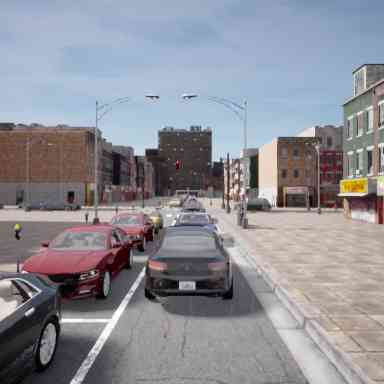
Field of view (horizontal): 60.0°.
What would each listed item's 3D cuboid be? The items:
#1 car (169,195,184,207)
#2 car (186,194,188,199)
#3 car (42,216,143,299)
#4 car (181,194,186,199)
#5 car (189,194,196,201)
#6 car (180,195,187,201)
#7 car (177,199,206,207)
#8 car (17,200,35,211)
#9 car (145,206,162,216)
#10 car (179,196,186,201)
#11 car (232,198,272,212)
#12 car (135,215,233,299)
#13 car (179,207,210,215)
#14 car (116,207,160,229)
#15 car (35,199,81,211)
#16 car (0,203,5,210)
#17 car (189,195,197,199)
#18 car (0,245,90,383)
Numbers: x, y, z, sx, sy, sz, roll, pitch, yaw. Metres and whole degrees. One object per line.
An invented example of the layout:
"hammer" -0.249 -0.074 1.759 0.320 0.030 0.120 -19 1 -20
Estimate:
"car" -2.546 1.606 51.230 1.752 1.417 4.829 0 0 0
"car" -2.500 1.695 78.449 1.752 1.417 4.829 0 0 0
"car" -2.619 1.548 8.454 1.887 1.381 4.507 0 0 0
"car" -2.536 1.411 56.843 2.192 1.841 5.009 0 0 0
"car" 0.159 1.576 91.860 2.097 1.767 4.553 0 0 0
"car" -2.471 1.672 94.952 1.967 1.590 4.097 0 0 0
"car" 0.156 1.530 25.985 1.837 1.490 4.892 0 0 2
"car" -17.694 1.485 39.491 5.357 1.411 2.033 0 0 0
"car" -2.601 1.540 19.272 1.752 1.417 4.829 0 0 0
"car" -2.481 1.757 89.508 1.887 1.381 4.507 0 0 0
"car" 7.124 1.493 39.798 4.553 1.767 2.097 1 0 3
"car" -0.041 1.529 8.320 1.812 1.442 4.674 0 0 1
"car" 0.121 1.611 15.684 1.895 1.301 4.718 0 0 0
"car" -2.610 1.553 13.949 1.887 1.381 4.507 0 0 0
"car" -14.474 1.505 36.553 4.181 1.385 1.994 0 0 0
"car" -23.226 1.383 36.525 4.892 1.490 1.837 0 0 0
"car" 0.141 1.778 81.695 1.895 1.301 4.718 0 0 0
"car" -2.629 1.552 2.960 2.008 1.369 4.403 0 0 0
